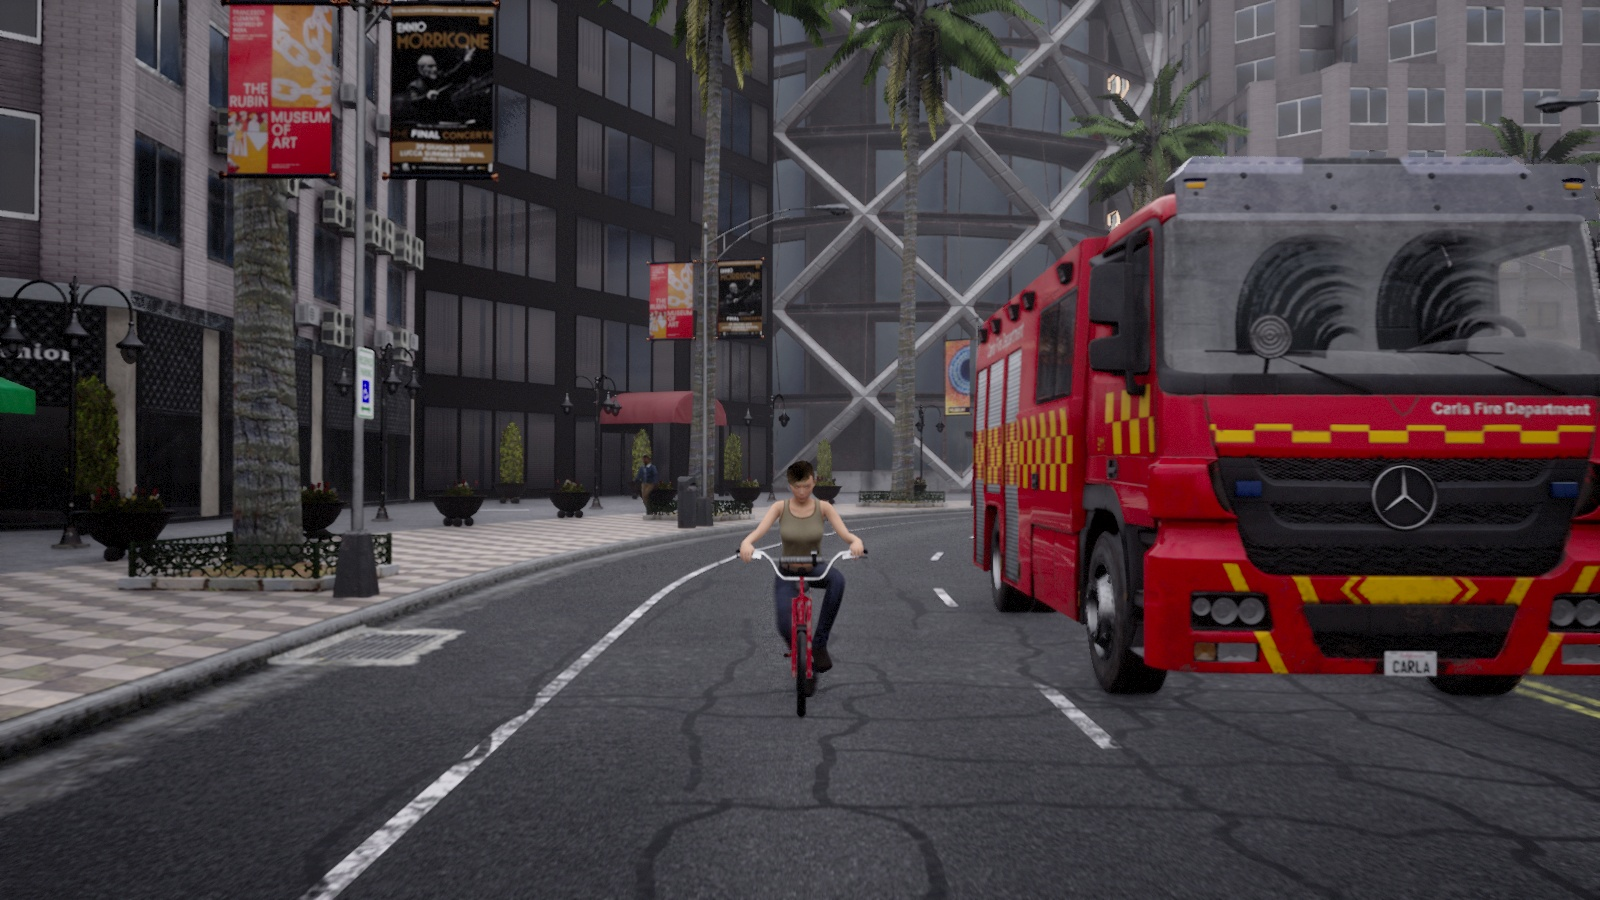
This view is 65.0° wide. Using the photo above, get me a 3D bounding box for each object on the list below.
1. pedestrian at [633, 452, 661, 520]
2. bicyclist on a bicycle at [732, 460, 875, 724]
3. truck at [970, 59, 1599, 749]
[{"bbox_3d":[-4.404,1.036,36.156,0.423,1.949,0.788,-1,-1,26],"label":"pedestrian"},{"bbox_3d":[0.018,0.877,8.429,0.866,1.612,1.509,0,-1,0],"label":"bicyclist on a bicycle"},{"bbox_3d":[3.523,-0.196,11.219,2.891,3.827,8.468,0,-1,0],"label":"truck"}]
